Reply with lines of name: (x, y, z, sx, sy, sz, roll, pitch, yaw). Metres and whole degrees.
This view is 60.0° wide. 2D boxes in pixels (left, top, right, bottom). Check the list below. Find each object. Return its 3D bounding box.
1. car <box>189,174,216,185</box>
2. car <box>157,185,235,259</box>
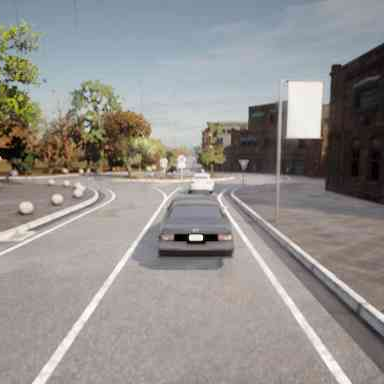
car: (0.816, -0.705, 25.889, 1.812, 1.442, 4.674, 0, 5, 6)
car: (0.096, 0.786, 9.539, 2.033, 1.411, 5.357, 0, 5, 0)
